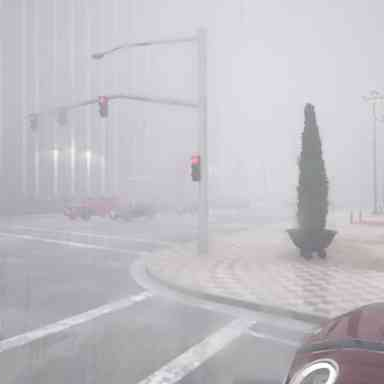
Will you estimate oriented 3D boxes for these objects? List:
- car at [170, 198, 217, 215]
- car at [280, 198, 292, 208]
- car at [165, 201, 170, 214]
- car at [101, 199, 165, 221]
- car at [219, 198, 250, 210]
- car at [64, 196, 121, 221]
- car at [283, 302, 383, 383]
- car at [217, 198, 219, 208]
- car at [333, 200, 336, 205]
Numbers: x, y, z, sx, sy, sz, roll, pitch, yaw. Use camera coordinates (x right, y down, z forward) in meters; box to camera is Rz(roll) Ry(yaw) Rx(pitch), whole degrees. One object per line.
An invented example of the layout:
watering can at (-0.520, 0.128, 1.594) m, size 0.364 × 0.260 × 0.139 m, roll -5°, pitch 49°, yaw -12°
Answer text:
car at (0.231, 1.617, 36.171) m, size 2.128 × 1.511 × 4.902 m, roll 0°, pitch 0°, yaw 35°
car at (14.987, 1.668, 50.888) m, size 1.994 × 1.385 × 4.181 m, roll 0°, pitch 0°, yaw 35°
car at (-2.870, 1.711, 37.835) m, size 1.994 × 1.385 × 4.181 m, roll 0°, pitch 0°, yaw 35°
car at (-4.979, 1.617, 28.698) m, size 2.128 × 1.511 × 4.902 m, roll 0°, pitch 0°, yaw 35°
car at (6.042, 1.618, 44.489) m, size 2.128 × 1.511 × 4.902 m, roll 0°, pitch 0°, yaw 35°
car at (-8.576, 1.368, 29.649) m, size 2.150 × 2.045 × 5.566 m, roll 0°, pitch 0°, yaw 35°
car at (2.846, 1.343, 1.942) m, size 4.553 × 1.767 × 2.097 m, roll -1°, pitch 0°, yaw 36°
car at (2.959, 1.625, 46.188) m, size 1.882 × 1.535 × 5.008 m, roll 0°, pitch 0°, yaw 35°
car at (22.947, 1.684, 56.187) m, size 1.895 × 1.301 × 4.718 m, roll 0°, pitch 0°, yaw 34°
